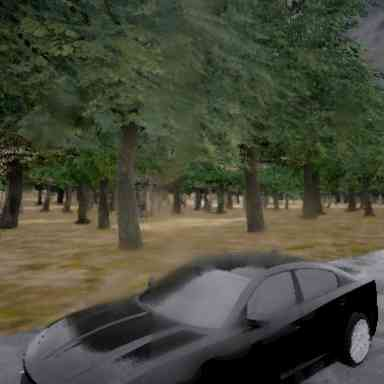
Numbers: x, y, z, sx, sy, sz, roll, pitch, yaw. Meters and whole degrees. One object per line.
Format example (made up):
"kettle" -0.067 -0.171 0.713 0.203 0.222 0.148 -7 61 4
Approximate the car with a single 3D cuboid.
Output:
"car" 0.564 1.582 4.324 5.008 1.535 1.882 1 -2 -39
